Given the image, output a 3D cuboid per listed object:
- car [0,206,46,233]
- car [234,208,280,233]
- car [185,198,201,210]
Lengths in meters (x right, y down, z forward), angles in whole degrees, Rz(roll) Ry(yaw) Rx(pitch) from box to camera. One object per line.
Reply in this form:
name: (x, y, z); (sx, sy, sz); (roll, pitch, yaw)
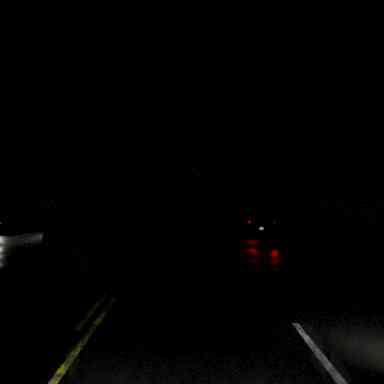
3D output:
car: (-10.599, 1.535, 19.696); (2.033, 1.411, 5.357); (0, 0, 0)
car: (3.601, 1.588, 19.430); (1.895, 1.301, 4.718); (0, 0, 0)
car: (0.102, 1.449, 42.878); (1.882, 1.535, 5.008); (0, 0, 0)
